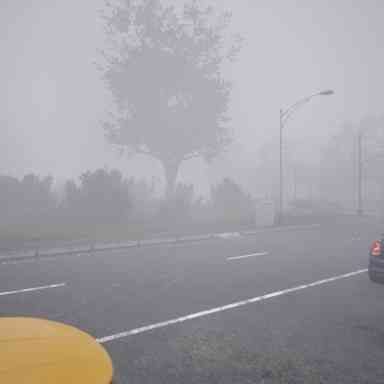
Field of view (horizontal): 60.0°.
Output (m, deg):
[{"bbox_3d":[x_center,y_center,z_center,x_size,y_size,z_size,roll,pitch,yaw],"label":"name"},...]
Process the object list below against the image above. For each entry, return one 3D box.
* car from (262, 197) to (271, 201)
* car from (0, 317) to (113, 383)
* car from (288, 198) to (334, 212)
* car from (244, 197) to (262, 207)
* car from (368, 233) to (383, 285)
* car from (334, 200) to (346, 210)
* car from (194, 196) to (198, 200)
[{"bbox_3d":[10.891,1.466,50.309,1.882,1.535,5.008,0,0,-34],"label":"car"},{"bbox_3d":[-2.874,1.478,1.703,5.008,1.535,1.882,0,0,-35],"label":"car"},{"bbox_3d":[13.687,1.491,39.304,2.128,1.511,4.902,0,0,-32],"label":"car"},{"bbox_3d":[7.413,1.477,49.221,2.128,1.511,4.902,0,0,-32],"label":"car"},{"bbox_3d":[6.435,1.352,8.310,4.553,1.767,2.097,0,0,-35],"label":"car"},{"bbox_3d":[16.585,1.491,41.272,2.128,1.511,4.902,0,0,-32],"label":"car"},{"bbox_3d":[0.090,1.250,66.682,2.097,1.767,4.553,0,1,-35],"label":"car"}]
